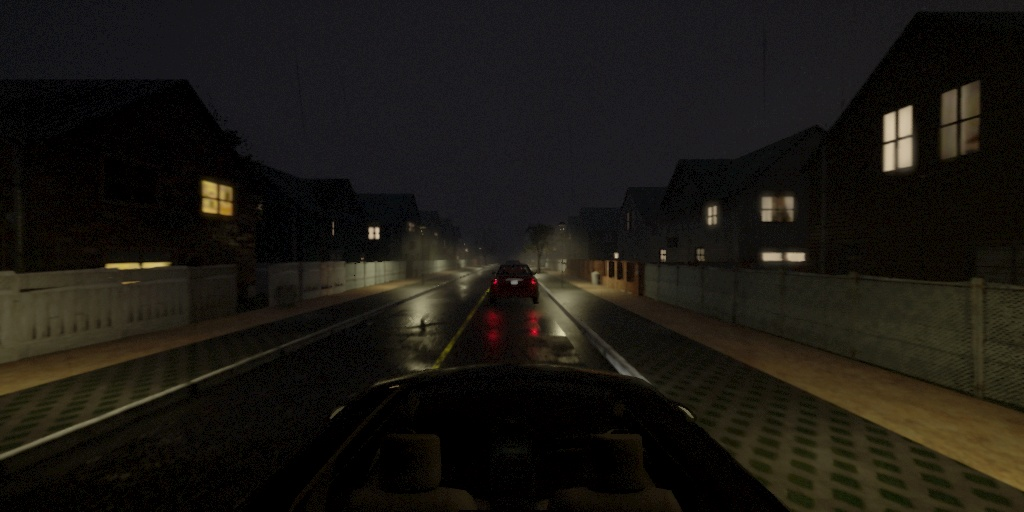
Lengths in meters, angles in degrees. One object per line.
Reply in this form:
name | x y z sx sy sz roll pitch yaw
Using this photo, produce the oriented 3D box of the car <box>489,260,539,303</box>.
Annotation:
car | 0.099 1.113 16.756 2.097 1.767 4.553 0 0 0
